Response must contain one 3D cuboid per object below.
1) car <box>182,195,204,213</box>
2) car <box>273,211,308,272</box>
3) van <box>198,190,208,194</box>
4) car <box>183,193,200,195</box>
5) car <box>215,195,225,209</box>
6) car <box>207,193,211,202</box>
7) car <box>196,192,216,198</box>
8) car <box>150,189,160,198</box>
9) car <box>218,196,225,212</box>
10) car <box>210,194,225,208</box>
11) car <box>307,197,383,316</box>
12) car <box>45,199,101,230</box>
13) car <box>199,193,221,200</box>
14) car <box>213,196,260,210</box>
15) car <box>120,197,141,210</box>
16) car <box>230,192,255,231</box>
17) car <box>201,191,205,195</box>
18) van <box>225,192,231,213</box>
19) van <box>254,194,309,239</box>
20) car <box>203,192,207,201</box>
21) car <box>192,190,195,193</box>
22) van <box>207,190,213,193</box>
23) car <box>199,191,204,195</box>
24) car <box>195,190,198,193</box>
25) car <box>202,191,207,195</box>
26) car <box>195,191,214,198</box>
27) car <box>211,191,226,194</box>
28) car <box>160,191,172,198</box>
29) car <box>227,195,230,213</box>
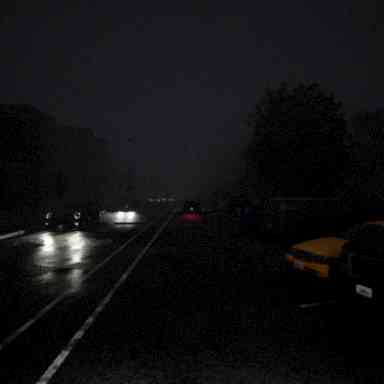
[{"bbox_3d":[-0.013,1.335,33.950,1.837,1.490,4.892,0,0,0],"label":"car"},{"bbox_3d":[5.106,1.446,8.988,5.366,1.575,1.946,1,1,-20],"label":"car"},{"bbox_3d":[4.215,0.711,68.302,4.442,1.987,1.878,0,1,-23],"label":"van"},{"bbox_3d":[-0.256,1.276,46.921,1.994,1.385,4.181,0,1,1],"label":"car"},{"bbox_3d":[5.375,1.322,32.820,5.366,1.575,1.946,1,0,-20],"label":"car"},{"bbox_3d":[5.038,1.228,47.611,4.674,1.452,2.002,1,1,-21],"label":"car"},{"bbox_3d":[3.453,0.799,83.178,4.674,1.452,2.002,0,1,-24],"label":"car"},{"bbox_3d":[-8.506,0.356,77.998,2.150,2.045,5.566,0,1,-3],"label":"car"},{"bbox_3d":[5.234,1.375,29.804,4.792,1.488,2.163,1,0,-20],"label":"car"},{"bbox_3d":[5.015,1.296,35.660,5.366,1.575,1.946,1,1,-20],"label":"car"},{"bbox_3d":[5.257,1.210,6.090,5.566,2.045,2.435,1,1,-20],"label":"car"},{"bbox_3d":[-7.106,1.267,20.209,2.097,1.767,4.553,0,1,0],"label":"car"},{"bbox_3d":[4.008,0.903,74.286,4.674,1.452,2.002,0,1,-23],"label":"car"},{"bbox_3d":[5.174,1.276,38.698,4.892,1.521,2.231,1,1,-21],"label":"car"},{"bbox_3d":[-7.082,1.329,38.545,2.128,1.511,4.902,0,0,-1],"label":"car"},{"bbox_3d":[5.275,1.164,17.957,5.566,2.045,2.435,1,0,-20],"label":"car"},{"bbox_3d":[4.689,1.092,59.490,4.674,1.452,2.002,0,1,-22],"label":"car"},{"bbox_3d":[5.324,1.140,26.874,4.442,1.987,1.878,1,0,-20],"label":"van"},{"bbox_3d":[5.360,1.203,15.031,4.442,1.987,1.878,1,0,-20],"label":"van"},{"bbox_3d":[4.885,1.123,53.553,5.008,1.535,2.097,0,0,-22],"label":"car"},{"bbox_3d":[3.675,0.542,80.229,5.566,2.045,2.435,0,0,-24],"label":"car"},{"bbox_3d":[5.080,0.932,50.627,4.442,1.987,1.878,1,0,-22],"label":"van"},{"bbox_3d":[4.454,1.016,65.388,4.674,1.452,2.002,0,1,-23],"label":"car"},{"bbox_3d":[3.998,0.895,71.246,5.366,1.575,1.946,0,1,-23],"label":"car"},{"bbox_3d":[4.974,1.087,56.591,5.366,1.575,1.946,0,0,-22],"label":"car"},{"bbox_3d":[3.210,0.600,86.134,4.553,1.767,2.185,0,0,-24],"label":"car"},{"bbox_3d":[5.107,1.122,41.659,4.553,1.767,2.185,1,0,-21],"label":"car"},{"bbox_3d":[-5.715,0.478,78.238,2.097,1.767,4.553,0,1,-3],"label":"car"},{"bbox_3d":[5.255,1.258,23.876,4.553,1.767,2.185,1,1,-20],"label":"car"}]
